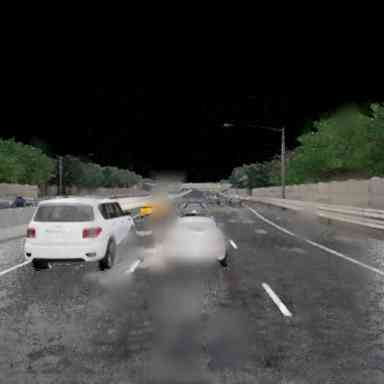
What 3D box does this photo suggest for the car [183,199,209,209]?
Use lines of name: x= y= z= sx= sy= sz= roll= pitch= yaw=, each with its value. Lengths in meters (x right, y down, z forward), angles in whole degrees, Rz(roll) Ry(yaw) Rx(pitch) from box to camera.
car: x=0.184 y=1.543 z=28.682 sx=1.994 sy=1.385 sz=4.181 roll=0 pitch=0 yaw=0

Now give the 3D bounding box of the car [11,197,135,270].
car: x=-3.386 y=1.212 z=11.124 sx=2.150 sy=2.045 sz=5.566 roll=0 pitch=0 yaw=0

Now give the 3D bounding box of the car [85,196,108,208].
car: x=-13.839 y=1.454 z=48.497 sx=1.882 sy=1.535 sz=5.008 roll=0 pitch=0 yaw=1

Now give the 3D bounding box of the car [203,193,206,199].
car: x=4.329 y=1.592 z=90.634 sx=2.033 sy=1.411 sz=5.357 roll=0 pitch=0 yaw=1

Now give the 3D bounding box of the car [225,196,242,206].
car: x=7.160 y=1.477 z=55.180 sx=2.128 sy=1.511 sz=4.902 roll=0 pitch=0 yaw=2

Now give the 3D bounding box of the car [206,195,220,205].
car: x=3.848 y=1.512 z=58.704 sx=1.812 sy=1.442 sz=4.674 roll=0 pitch=0 yaw=1

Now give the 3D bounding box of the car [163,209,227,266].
car: x=0.115 y=1.517 z=11.370 sx=1.812 sy=1.442 sz=4.674 roll=0 pitch=0 yaw=0

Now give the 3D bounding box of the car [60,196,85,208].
car: x=-17.337 y=1.454 z=48.523 sx=1.882 sy=1.535 sz=5.008 roll=0 pitch=0 yaw=1

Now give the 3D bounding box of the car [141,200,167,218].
car: x=-3.311 y=1.456 z=29.552 sx=1.882 sy=1.535 sz=5.008 roll=0 pitch=0 yaw=0

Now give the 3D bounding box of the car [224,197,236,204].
car: x=7.422 y=1.611 z=64.749 sx=1.895 sy=1.301 sz=4.718 roll=0 pitch=0 yaw=1

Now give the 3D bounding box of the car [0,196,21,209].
car: x=-23.661 y=1.325 z=43.704 sx=2.097 sy=1.767 sz=4.553 roll=0 pitch=0 yaw=-3
